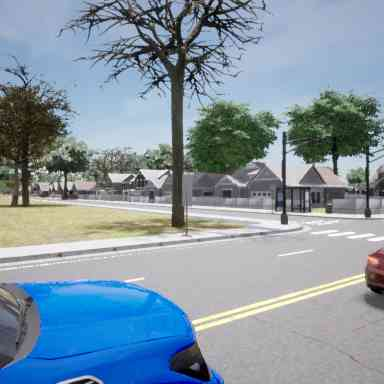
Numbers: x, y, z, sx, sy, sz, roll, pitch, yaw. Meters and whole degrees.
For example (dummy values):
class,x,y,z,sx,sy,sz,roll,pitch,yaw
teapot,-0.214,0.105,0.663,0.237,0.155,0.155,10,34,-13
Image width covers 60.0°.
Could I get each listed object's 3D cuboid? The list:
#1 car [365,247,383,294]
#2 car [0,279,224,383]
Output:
class,x,y,z,sx,sy,sz,roll,pitch,yaw
car,5.677,1.525,7.464,4.674,1.442,1.812,0,0,-36
car,-2.399,1.222,1.730,5.566,2.045,2.150,0,0,-36
